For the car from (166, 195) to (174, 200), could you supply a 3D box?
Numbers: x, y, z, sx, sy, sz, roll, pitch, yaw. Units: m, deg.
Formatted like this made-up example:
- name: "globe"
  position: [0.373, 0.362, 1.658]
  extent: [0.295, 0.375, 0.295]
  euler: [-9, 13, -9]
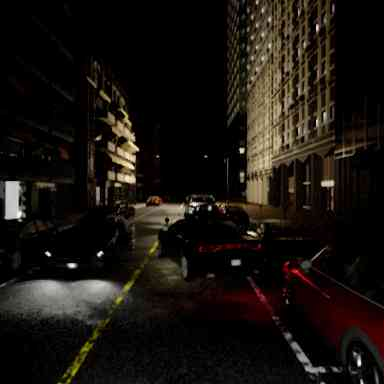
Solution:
- name: "car"
  position: [-5.845, 1.479, 89.679]
  extent: [2.008, 1.369, 4.403]
  euler: [0, 0, 0]

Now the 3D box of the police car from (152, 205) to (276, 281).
- name: "police car"
  position: [0.230, 1.411, 10.107]
  extent: [1.930, 1.638, 5.238]
  euler: [0, 0, -18]

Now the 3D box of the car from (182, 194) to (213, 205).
- name: "car"
  position: [0.626, 1.190, 26.147]
  extent: [2.150, 2.045, 5.566]
  euler: [0, 0, -4]

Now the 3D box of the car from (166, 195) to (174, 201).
- name: "car"
  position: [-5.836, 1.480, 84.031]
  extent: [2.008, 1.369, 4.403]
  euler: [0, 0, 0]

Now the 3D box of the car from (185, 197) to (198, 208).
- name: "car"
  position: [-0.055, 1.453, 47.194]
  extent: [1.837, 1.490, 4.892]
  euler: [0, 0, 0]

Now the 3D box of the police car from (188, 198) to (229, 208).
- name: "police car"
  position: [0.865, 1.399, 20.231]
  extent: [1.930, 1.638, 5.238]
  euler: [0, 0, 0]

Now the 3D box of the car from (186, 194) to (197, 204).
- name: "car"
  position: [-0.107, 1.291, 61.851]
  extent: [2.097, 1.767, 4.553]
  euler: [0, 0, 0]

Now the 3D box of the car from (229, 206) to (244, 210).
- name: "car"
  position: [2.652, 1.537, 21.911]
  extent: [1.947, 1.339, 4.313]
  euler: [0, 0, 0]

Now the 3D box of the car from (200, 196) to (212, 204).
- name: "car"
  position: [2.583, 1.490, 61.451]
  extent: [2.008, 1.369, 4.403]
  euler: [0, 0, 0]

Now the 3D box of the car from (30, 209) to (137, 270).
- name: "car"
  position: [-3.119, 1.531, 11.314]
  extent: [2.033, 1.411, 5.357]
  euler: [0, 0, 0]

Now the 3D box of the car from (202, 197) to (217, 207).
- name: "car"
  position: [2.603, 1.491, 50.153]
  extent: [1.887, 1.381, 4.507]
  euler: [0, 0, 0]

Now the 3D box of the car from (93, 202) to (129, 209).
- name: "car"
  position: [-5.729, 1.537, 21.896]
  extent: [1.947, 1.339, 4.313]
  euler: [0, 0, 0]

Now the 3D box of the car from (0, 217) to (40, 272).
- name: "car"
  position: [-5.709, 1.536, 10.599]
  extent: [2.008, 1.369, 4.403]
  euler: [0, 0, 0]

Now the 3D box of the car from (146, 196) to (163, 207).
- name: "car"
  position: [-5.778, 1.387, 50.139]
  extent: [1.967, 1.590, 4.097]
  euler: [0, 0, 0]

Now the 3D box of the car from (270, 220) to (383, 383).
- name: "car"
  position: [2.681, 1.433, 4.965]
  extent: [1.967, 1.590, 4.097]
  euler: [0, 0, 0]

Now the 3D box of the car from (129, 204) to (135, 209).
- name: "car"
  position: [-5.739, 1.491, 27.376]
  extent: [1.752, 1.417, 4.829]
  euler: [0, 0, 0]
